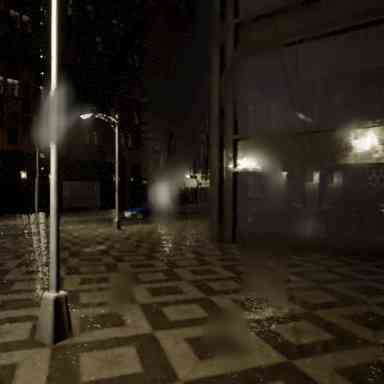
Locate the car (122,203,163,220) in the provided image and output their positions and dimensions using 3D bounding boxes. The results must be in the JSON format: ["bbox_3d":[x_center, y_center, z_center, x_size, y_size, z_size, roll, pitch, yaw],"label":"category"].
[{"bbox_3d":[-4.566,1.838,32.082,1.812,1.442,4.674,1,0,35],"label":"car"}]
